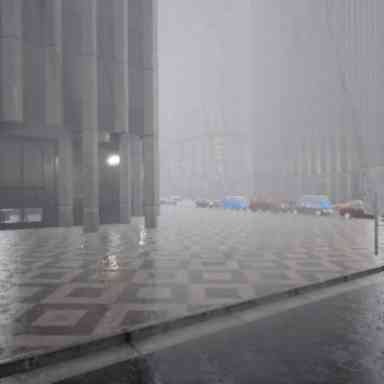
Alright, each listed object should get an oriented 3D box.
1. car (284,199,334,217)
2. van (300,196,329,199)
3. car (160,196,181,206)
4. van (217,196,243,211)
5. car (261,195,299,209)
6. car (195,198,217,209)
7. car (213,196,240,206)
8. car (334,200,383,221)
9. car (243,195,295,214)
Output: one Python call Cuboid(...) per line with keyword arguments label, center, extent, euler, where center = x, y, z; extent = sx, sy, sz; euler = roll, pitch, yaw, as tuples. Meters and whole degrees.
Cuboid(label="car", center=(11.839, 1.690, 33.096), extent=(2.008, 1.369, 4.403), euler=(0, 1, -36))
Cuboid(label="van", center=(15.560, 1.361, 42.543), extent=(1.690, 1.788, 3.998), euler=(-1, 1, -36))
Cuboid(label="car", center=(-4.256, 1.579, 55.551), extent=(2.008, 1.369, 4.403), euler=(-1, 1, -36))
Cuboid(label="van", center=(5.400, 1.435, 42.077), extent=(1.690, 1.788, 3.998), euler=(-1, 1, -36))
Cuboid(label="car", center=(12.342, 1.313, 47.034), extent=(2.192, 1.841, 5.009), euler=(-1, 1, -36))
Cuboid(label="car", center=(2.182, 1.512, 46.568), extent=(1.967, 1.590, 4.097), euler=(-1, 1, -36))
Cuboid(label="car", center=(5.811, 1.479, 56.157), extent=(1.752, 1.417, 4.829), euler=(-1, 1, -36))
Cuboid(label="car", center=(15.057, 1.708, 28.606), extent=(1.887, 1.381, 4.507), euler=(0, 1, -36))
Cuboid(label="car", center=(8.619, 1.431, 37.586), extent=(2.192, 1.841, 5.009), euler=(0, 1, -36))
